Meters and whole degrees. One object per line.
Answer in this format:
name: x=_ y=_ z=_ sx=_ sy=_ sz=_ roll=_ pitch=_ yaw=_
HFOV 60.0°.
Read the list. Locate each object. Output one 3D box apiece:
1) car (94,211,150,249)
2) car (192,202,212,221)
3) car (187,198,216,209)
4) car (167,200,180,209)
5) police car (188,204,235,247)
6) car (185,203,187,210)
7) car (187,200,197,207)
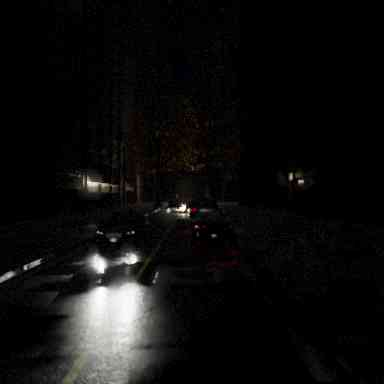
car: x=-3.104 y=1.655 z=15.562 sx=2.128 sy=1.511 sz=4.902 roll=0 pitch=-1 yaw=0
car: x=0.892 y=1.804 z=32.259 sx=1.801 sy=1.575 sz=5.366 roll=0 pitch=-1 yaw=0
car: x=0.893 y=1.504 z=26.102 sx=2.150 sy=2.045 sz=5.566 roll=0 pitch=-1 yaw=0
car: x=-3.076 y=2.101 z=56.405 sx=1.882 sy=1.535 sz=5.008 roll=0 pitch=-1 yaw=0
police car: x=0.896 y=1.596 z=16.180 sx=1.930 sy=1.638 sz=5.238 roll=0 pitch=-1 yaw=0
car: x=-0.012 y=2.103 z=52.448 sx=1.812 sy=1.442 sz=4.674 roll=0 pitch=-1 yaw=0
car: x=-0.016 y=2.353 z=67.477 sx=1.895 sy=1.301 sz=4.718 roll=0 pitch=-1 yaw=0
